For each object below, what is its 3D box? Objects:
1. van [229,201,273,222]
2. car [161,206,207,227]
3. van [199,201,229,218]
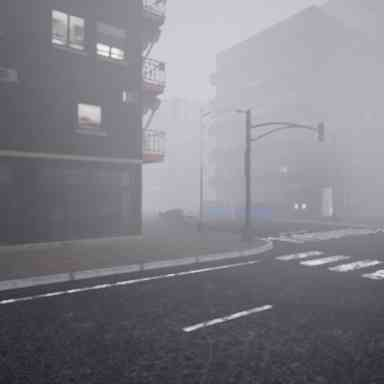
[{"bbox_3d":[5.750,1.803,31.594,1.690,1.788,3.998,-1,0,-36],"label":"van"},{"bbox_3d":[-0.990,2.002,26.675,1.802,1.307,4.206,-1,0,-36],"label":"car"},{"bbox_3d":[2.434,1.876,36.109,1.690,1.788,3.998,-1,0,-36],"label":"van"}]
